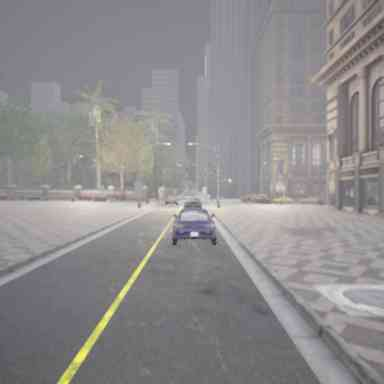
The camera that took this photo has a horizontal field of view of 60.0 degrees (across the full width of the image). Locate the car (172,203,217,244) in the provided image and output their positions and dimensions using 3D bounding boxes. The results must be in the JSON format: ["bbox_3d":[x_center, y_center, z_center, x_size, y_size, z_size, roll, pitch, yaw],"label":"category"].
[{"bbox_3d":[0.097,1.444,15.161,1.812,1.442,4.674,0,0,0],"label":"car"}]

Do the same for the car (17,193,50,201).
[{"bbox_3d":[-26.028,0.919,55.422,4.313,1.339,1.947,1,-1,0],"label":"car"}]

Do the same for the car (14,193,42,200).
[{"bbox_3d":[-31.539,0.838,63.963,4.313,1.339,1.947,1,-1,0],"label":"car"}]

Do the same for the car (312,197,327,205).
[{"bbox_3d":[22.935,1.617,55.282,4.313,1.339,1.947,1,-1,0],"label":"car"}]

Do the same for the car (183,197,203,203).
[{"bbox_3d":[0.096,1.321,34.868,1.837,1.490,4.892,0,0,0],"label":"car"}]

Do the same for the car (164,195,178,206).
[{"bbox_3d":[-3.005,1.207,49.032,1.882,1.535,5.008,0,0,0],"label":"car"}]

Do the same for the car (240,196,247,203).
[{"bbox_3d":[11.874,1.221,63.842,5.009,1.841,2.192,1,-1,0],"label":"car"}]

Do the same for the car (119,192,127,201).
[{"bbox_3d":[-14.963,0.837,63.920,5.009,1.841,2.192,1,-1,0],"label":"car"}]

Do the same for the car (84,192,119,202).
[{"bbox_3d":[-14.980,1.068,55.391,4.403,1.369,2.008,1,-1,0],"label":"car"}]

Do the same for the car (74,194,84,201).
[{"bbox_3d":[-20.491,0.985,63.932,4.507,1.381,1.887,1,-1,0],"label":"car"}]

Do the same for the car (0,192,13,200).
[{"bbox_3d":[-37.063,0.753,63.979,4.313,1.339,1.947,1,-1,0],"label":"car"}]

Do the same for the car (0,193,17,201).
[{"bbox_3d":[-31.552,0.813,55.439,4.507,1.381,1.887,1,-1,0],"label":"car"}]

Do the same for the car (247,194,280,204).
[{"bbox_3d":[11.857,1.342,55.315,4.097,1.590,1.967,1,-1,0],"label":"car"}]

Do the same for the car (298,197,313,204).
[{"bbox_3d":[22.782,1.579,63.808,4.829,1.417,1.752,1,-1,0],"label":"car"}]

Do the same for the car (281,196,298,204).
[{"bbox_3d":[17.242,1.505,63.824,4.829,1.417,1.752,1,-1,0],"label":"car"}]
